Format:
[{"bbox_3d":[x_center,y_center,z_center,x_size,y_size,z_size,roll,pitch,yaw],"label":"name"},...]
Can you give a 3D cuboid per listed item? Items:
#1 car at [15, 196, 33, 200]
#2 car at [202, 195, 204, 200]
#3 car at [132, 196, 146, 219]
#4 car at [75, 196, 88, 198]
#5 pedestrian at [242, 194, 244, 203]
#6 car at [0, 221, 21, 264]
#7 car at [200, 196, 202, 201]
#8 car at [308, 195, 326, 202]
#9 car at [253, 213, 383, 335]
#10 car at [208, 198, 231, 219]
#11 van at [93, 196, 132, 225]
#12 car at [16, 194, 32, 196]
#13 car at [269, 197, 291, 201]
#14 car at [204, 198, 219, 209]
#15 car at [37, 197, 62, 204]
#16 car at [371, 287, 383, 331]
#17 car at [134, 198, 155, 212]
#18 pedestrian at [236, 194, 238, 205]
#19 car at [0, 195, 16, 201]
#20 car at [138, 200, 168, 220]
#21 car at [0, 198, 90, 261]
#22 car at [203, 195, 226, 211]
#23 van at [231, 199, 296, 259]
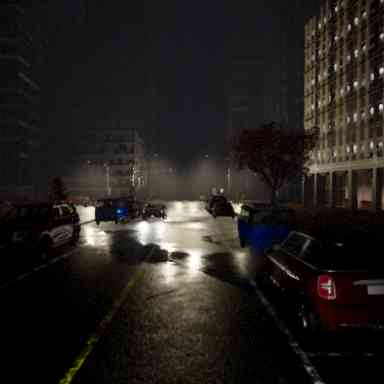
[{"bbox_3d":[-27.488,1.802,57.379,4.313,1.339,1.947,0,1,-5],"label":"car"},{"bbox_3d":[2.674,1.318,40.507,2.192,1.841,5.009,-1,0,0],"label":"car"},{"bbox_3d":[-5.707,1.318,29.256,2.192,1.841,5.009,-1,0,0],"label":"car"},{"bbox_3d":[-22.570,1.473,66.256,4.097,1.590,1.967,0,1,-5],"label":"car"},{"bbox_3d":[8.138,1.177,53.280,0.375,1.860,0.375,-1,1,0],"label":"pedestrian"},{"bbox_3d":[-5.703,1.552,6.754,2.008,1.369,4.403,-1,0,0],"label":"car"},{"bbox_3d":[2.810,1.515,85.669,1.752,1.417,4.829,-1,0,0],"label":"car"},{"bbox_3d":[26.442,1.313,70.774,4.313,1.339,1.947,0,1,-5],"label":"car"},{"bbox_3d":[2.674,1.441,6.754,1.967,1.590,4.097,-1,0,0],"label":"car"},{"bbox_3d":[2.678,1.547,29.255,1.887,1.381,4.507,-1,0,0],"label":"car"},{"bbox_3d":[-5.707,1.343,23.630,1.690,1.788,3.998,-1,0,0],"label":"van"},{"bbox_3d":[-33.821,1.413,65.208,5.009,1.841,2.192,0,1,-5],"label":"car"},{"bbox_3d":[16.130,1.548,61.407,4.313,1.339,1.947,0,1,-5],"label":"car"},{"bbox_3d":[2.680,1.584,46.132,1.802,1.307,4.206,-1,0,0],"label":"car"},{"bbox_3d":[-28.196,1.647,65.738,4.206,1.307,1.802,0,1,-5],"label":"car"},{"bbox_3d":[2.677,1.582,1.128,1.802,1.307,4.206,-1,0,0],"label":"car"},{"bbox_3d":[-5.702,1.528,40.337,1.752,1.417,4.829,-1,0,0],"label":"car"},{"bbox_3d":[7.138,1.154,52.679,0.375,1.860,0.375,-1,1,0],"label":"pedestrian"},{"bbox_3d":[-33.105,1.708,56.857,4.097,1.590,1.967,0,1,-5],"label":"car"},{"bbox_3d":[-3.097,1.603,28.389,1.895,1.301,4.718,0,0,0],"label":"car"},{"bbox_3d":[-5.708,1.316,12.379,2.192,1.841,5.009,-1,0,0],"label":"car"},{"bbox_3d":[2.673,1.318,34.881,2.192,1.841,5.009,-1,0,0],"label":"car"},{"bbox_3d":[2.673,1.342,12.379,1.690,1.788,3.998,-1,0,0],"label":"van"}]
